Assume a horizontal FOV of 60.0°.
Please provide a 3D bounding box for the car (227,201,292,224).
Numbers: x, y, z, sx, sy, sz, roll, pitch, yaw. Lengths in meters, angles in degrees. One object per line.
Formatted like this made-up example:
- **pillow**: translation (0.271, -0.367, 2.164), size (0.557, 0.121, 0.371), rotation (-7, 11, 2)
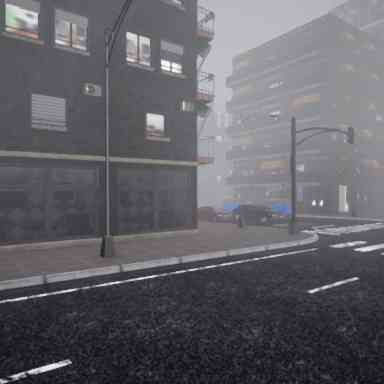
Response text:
- **car**: translation (5.489, 1.741, 27.772), size (1.837, 1.490, 4.892), rotation (0, 0, -36)

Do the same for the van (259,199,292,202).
- **van**: translation (8.371, 1.594, 33.588), size (1.690, 1.788, 3.998), rotation (-1, 0, -37)

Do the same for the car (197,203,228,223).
- **car**: translation (1.653, 1.868, 28.643), size (1.802, 1.307, 4.206), rotation (-1, 0, -37)

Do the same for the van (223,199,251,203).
- **van**: translation (5.038, 1.667, 38.090), size (1.690, 1.788, 3.998), rotation (-1, 0, -37)
